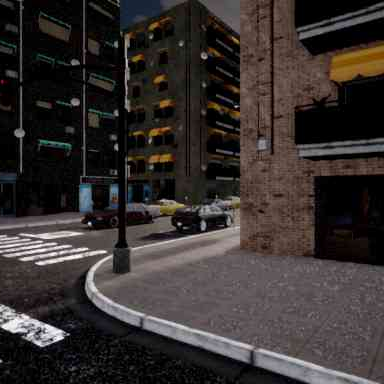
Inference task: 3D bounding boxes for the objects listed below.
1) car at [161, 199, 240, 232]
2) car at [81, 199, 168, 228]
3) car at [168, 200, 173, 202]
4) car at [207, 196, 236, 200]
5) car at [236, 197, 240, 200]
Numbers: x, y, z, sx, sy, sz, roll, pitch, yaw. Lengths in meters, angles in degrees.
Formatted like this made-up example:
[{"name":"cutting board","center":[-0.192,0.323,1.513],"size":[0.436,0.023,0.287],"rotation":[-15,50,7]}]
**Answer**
[{"name":"car","center":[0.662,1.333,18.290],"size":[2.008,1.369,4.403],"rotation":[1,1,36]},{"name":"car","center":[-4.194,1.348,20.840],"size":[2.033,1.411,5.357],"rotation":[0,1,36]},{"name":"car","center":[-2.479,1.252,27.355],"size":[1.752,1.417,4.829],"rotation":[1,1,36]},{"name":"car","center":[1.648,1.241,28.833],"size":[1.994,1.385,4.181],"rotation":[0,1,37]},{"name":"car","center":[4.207,1.111,36.515],"size":[1.752,1.417,4.829],"rotation":[1,1,36]}]
